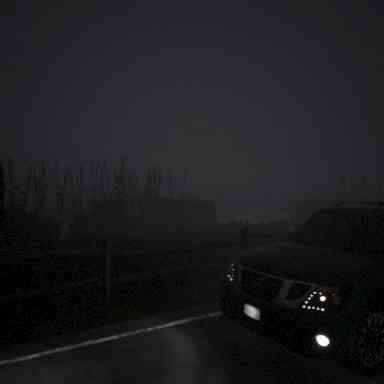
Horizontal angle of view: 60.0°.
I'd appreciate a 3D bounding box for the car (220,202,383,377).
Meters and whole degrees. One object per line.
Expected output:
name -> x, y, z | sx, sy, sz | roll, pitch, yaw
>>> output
car -> 3.156, 1.230, 5.822 | 5.566, 2.045, 2.150 | 0, 0, -31
